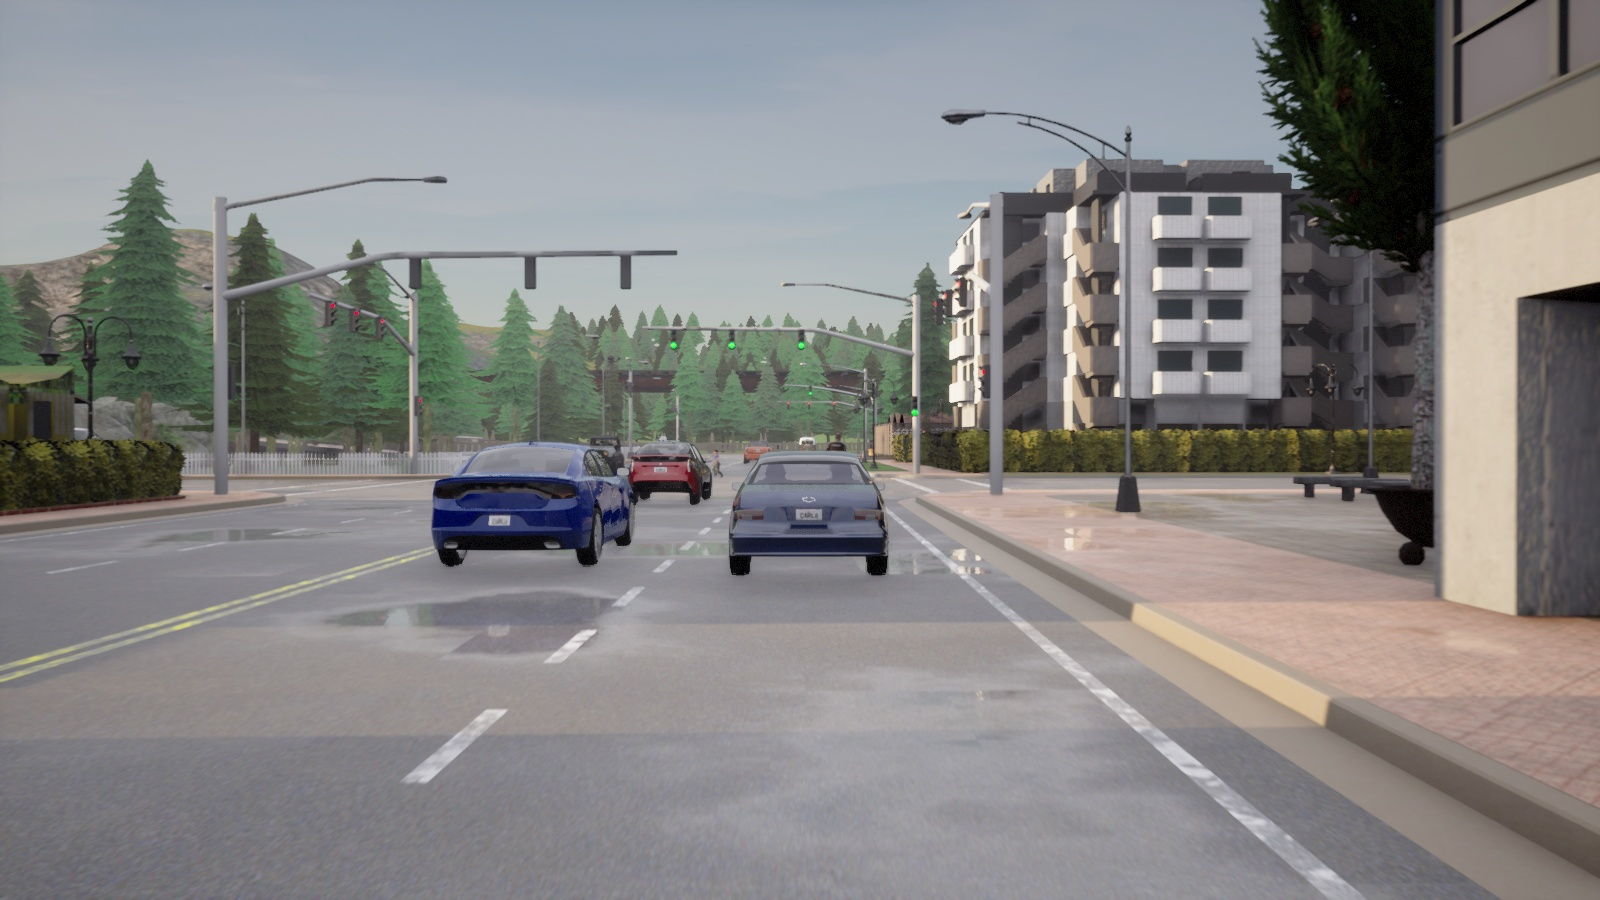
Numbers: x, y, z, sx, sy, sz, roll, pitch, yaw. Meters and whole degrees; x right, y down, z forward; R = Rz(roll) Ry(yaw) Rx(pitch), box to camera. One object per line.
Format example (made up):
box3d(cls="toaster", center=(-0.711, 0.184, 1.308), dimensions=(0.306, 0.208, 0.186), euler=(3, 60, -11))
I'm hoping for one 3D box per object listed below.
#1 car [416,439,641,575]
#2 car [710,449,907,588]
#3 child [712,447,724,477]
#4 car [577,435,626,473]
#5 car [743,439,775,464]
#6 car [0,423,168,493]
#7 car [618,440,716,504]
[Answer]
box3d(cls="car", center=(-3.390, 0.627, 16.713), dimensions=(1.882, 1.535, 5.008), euler=(0, 0, 0))
box3d(cls="car", center=(0.104, 0.706, 15.627), dimensions=(2.033, 1.411, 5.357), euler=(0, 0, 0))
box3d(cls="child", center=(-3.506, 0.517, 53.595), dimensions=(0.437, 1.263, 0.270), euler=(0, 0, -16))
box3d(cls="car", center=(-10.121, 0.172, 64.242), dimensions=(1.905, 1.878, 3.866), euler=(0, 0, 0))
box3d(cls="car", center=(-2.966, 0.087, 91.512), dimensions=(2.097, 1.767, 4.553), euler=(0, 0, 0))
box3d(cls="car", center=(-22.456, 0.233, 38.026), dimensions=(5.566, 2.045, 2.150), euler=(0, 0, -1))
box3d(cls="car", center=(-3.303, 0.510, 32.004), dimensions=(2.007, 1.525, 4.514), euler=(0, 0, 0))
